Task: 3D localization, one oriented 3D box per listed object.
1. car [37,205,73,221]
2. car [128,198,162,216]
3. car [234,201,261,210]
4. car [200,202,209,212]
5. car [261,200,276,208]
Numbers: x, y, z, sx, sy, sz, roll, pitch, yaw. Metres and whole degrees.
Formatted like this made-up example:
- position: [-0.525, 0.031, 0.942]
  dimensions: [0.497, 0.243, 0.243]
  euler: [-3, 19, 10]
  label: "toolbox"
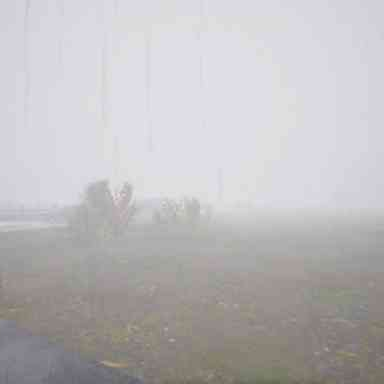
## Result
- position: [-11.997, 1.980, 32.059]
  dimensions: [2.033, 1.411, 5.357]
  euler: [-2, -2, 36]
  label: "car"
- position: [-5.772, 1.770, 40.707]
  dimensions: [2.150, 2.045, 5.566]
  euler: [-2, -2, 36]
  label: "car"
- position: [8.880, 2.233, 54.897]
  dimensions: [2.033, 1.411, 5.357]
  euler: [-2, -2, 36]
  label: "car"
- position: [1.415, 2.208, 50.659]
  dimensions: [1.812, 1.442, 4.674]
  euler: [-2, -2, 36]
  label: "car"
- position: [14.226, 2.312, 62.322]
  dimensions: [1.812, 1.442, 4.674]
  euler: [-2, -2, 36]
  label: "car"
